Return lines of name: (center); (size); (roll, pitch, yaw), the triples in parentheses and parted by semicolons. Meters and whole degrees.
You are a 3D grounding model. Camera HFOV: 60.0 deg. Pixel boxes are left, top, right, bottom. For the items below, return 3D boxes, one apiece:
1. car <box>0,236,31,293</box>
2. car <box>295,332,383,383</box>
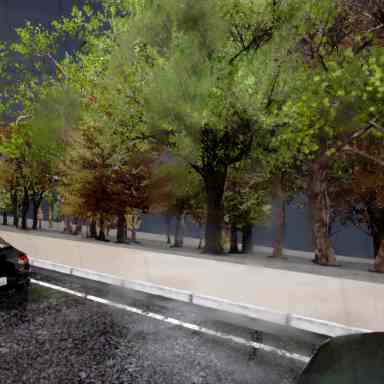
car: (-5.487, 1.524, 7.556); (4.674, 1.442, 1.812); (0, 0, 35)
car: (2.630, 1.564, 1.810); (4.181, 1.385, 1.994); (0, 0, 35)
